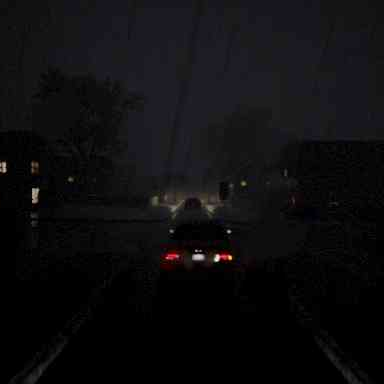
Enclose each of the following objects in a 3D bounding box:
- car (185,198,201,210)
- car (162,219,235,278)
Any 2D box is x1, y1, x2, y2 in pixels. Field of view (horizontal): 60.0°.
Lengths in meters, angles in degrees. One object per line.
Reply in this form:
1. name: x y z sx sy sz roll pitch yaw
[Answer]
1. car: 0.095 1.448 42.271 1.882 1.535 5.008 0 0 0
2. car: 0.245 1.533 10.065 2.033 1.411 5.357 0 0 2
